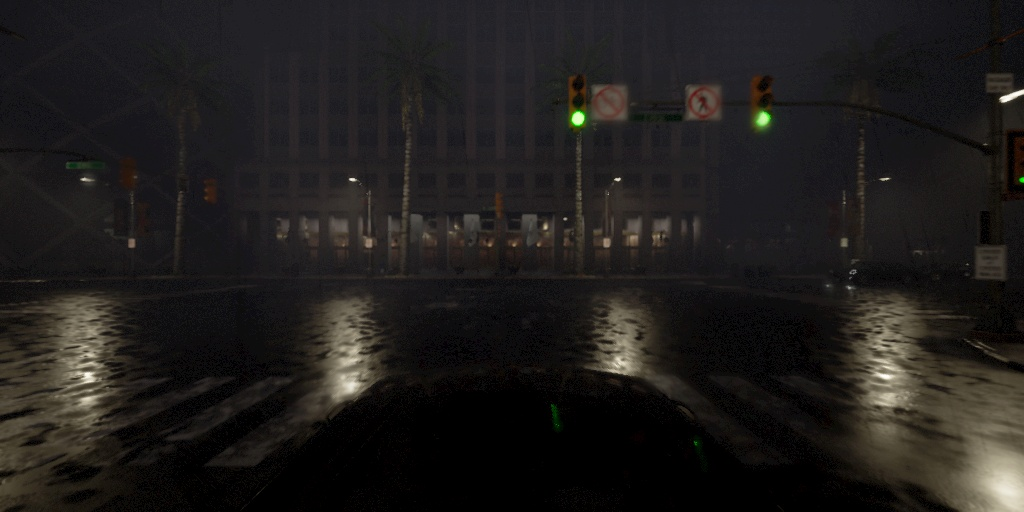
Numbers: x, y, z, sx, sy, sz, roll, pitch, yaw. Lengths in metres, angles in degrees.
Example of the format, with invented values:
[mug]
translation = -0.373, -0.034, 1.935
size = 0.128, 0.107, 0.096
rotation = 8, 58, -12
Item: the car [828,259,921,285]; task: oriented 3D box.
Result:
[car]
translation = 25.178, 1.092, 25.276
size = 4.553, 1.767, 2.097
rotation = 0, 0, 0
